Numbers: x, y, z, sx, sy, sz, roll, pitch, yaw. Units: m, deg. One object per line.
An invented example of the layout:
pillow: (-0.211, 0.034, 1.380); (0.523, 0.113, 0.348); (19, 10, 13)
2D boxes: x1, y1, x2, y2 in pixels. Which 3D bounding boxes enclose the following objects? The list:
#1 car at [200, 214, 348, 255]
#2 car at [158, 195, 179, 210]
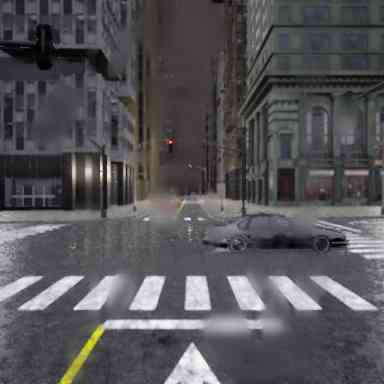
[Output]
car: (2.992, 1.551, 12.791); (5.357, 1.411, 2.033); (0, 0, 0)
car: (-3.140, 1.335, 42.284); (2.097, 1.767, 4.553); (0, 0, 0)
